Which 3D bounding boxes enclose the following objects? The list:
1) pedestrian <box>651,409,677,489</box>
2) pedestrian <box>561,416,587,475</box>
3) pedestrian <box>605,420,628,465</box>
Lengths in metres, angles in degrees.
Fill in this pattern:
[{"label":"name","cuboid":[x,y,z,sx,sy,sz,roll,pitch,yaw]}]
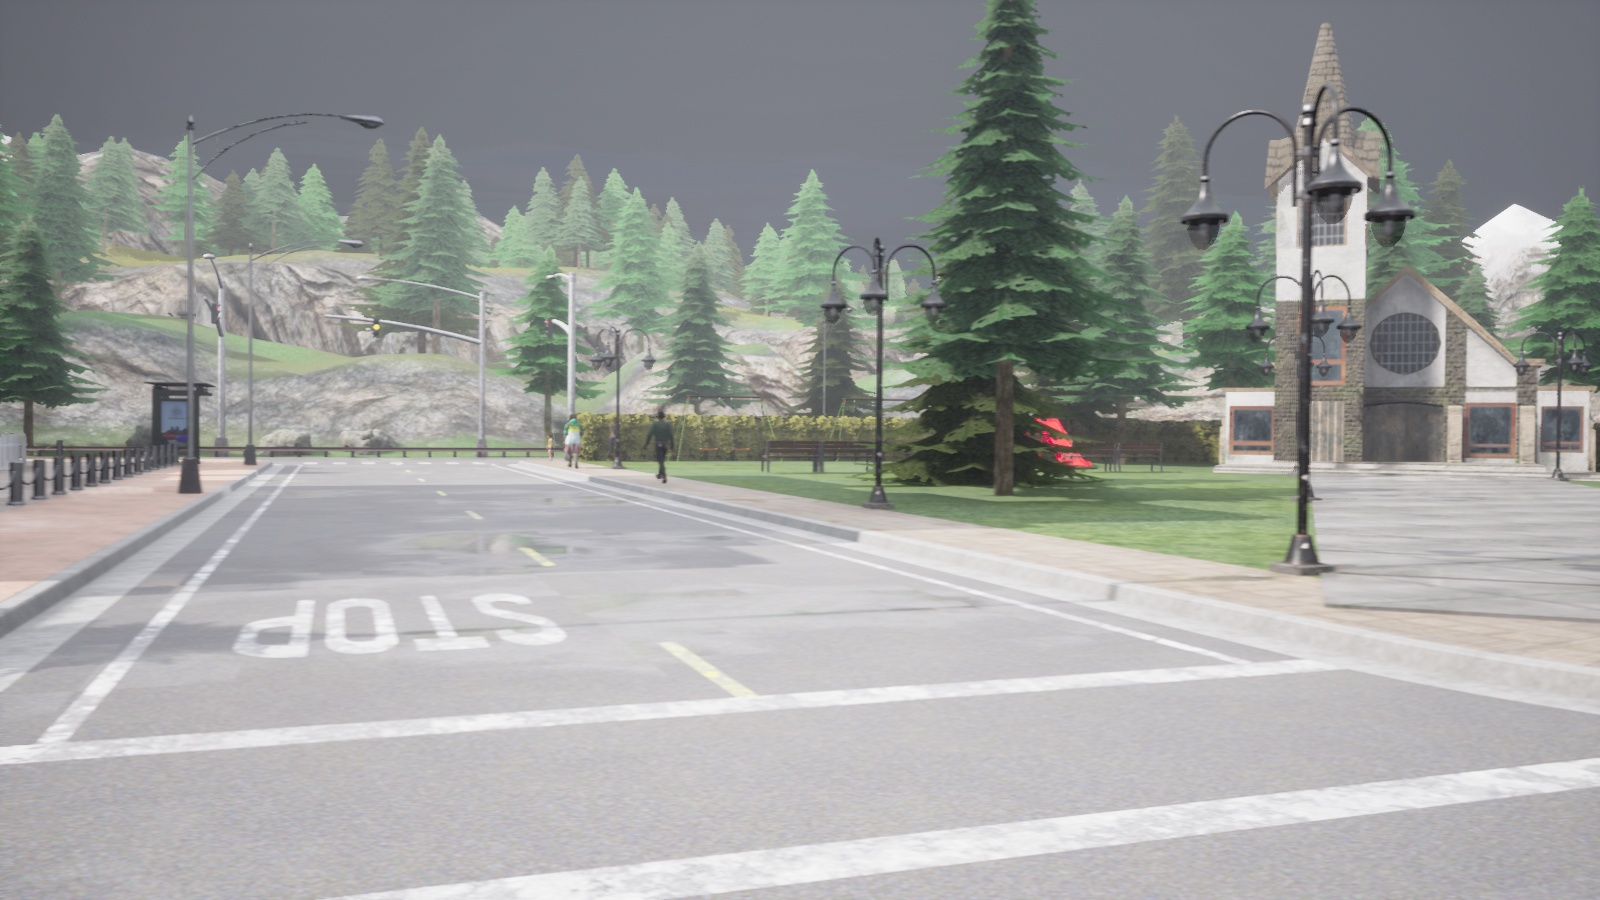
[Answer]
[{"label":"pedestrian","cuboid":[-3.395,-0.027,31.239,0.423,1.949,0.788,-1,1,-21]},{"label":"pedestrian","cuboid":[-7.546,-0.155,41.928,0.659,1.952,0.873,-1,1,-24]},{"label":"pedestrian","cuboid":[-7.350,-0.296,50.249,0.869,1.805,0.328,0,1,35]}]
